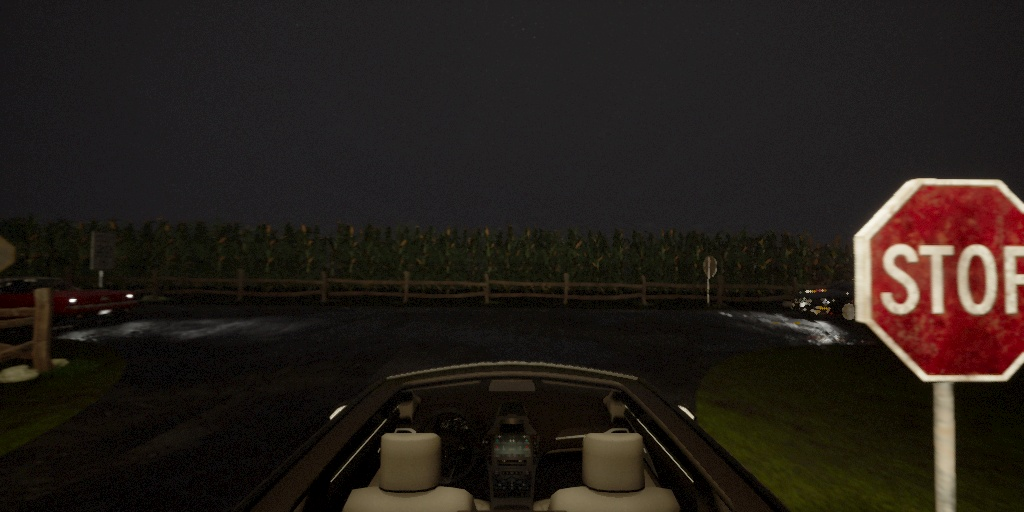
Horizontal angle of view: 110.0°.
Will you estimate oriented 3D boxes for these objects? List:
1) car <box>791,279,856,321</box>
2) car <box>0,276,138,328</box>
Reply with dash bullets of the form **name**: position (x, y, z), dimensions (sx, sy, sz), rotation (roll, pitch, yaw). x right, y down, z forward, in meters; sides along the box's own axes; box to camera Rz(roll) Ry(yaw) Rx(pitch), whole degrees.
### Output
- **car**: position (13.448, 1.633, 13.702), dimensions (4.892, 1.490, 1.837), rotation (1, -2, -2)
- **car**: position (-13.650, 1.234, 10.043), dimensions (4.718, 1.301, 1.895), rotation (1, -2, -1)
